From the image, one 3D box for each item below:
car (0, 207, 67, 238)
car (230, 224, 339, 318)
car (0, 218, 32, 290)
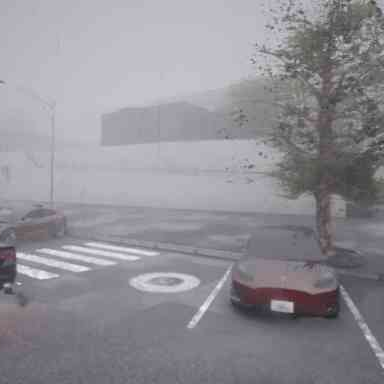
[{"bbox_3d":[-7.622,1.430,14.863,2.163,1.488,4.792,1,-1,15],"label":"car"},{"bbox_3d":[2.165,1.559,7.910,2.163,1.488,4.792,1,-1,15],"label":"car"},{"bbox_3d":[-6.002,1.412,7.647,5.008,1.535,1.882,1,0,35],"label":"car"}]
